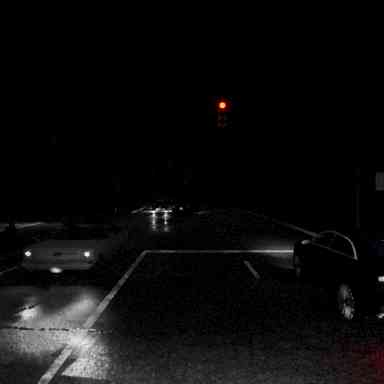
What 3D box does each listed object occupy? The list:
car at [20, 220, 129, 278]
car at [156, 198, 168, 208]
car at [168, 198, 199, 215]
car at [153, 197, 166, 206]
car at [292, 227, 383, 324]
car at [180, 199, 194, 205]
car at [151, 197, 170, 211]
[{"bbox_3d":[-3.301,1.601,10.300,1.895,1.301,4.718,0,0,0],"label":"car"},{"bbox_3d":[-4.835,1.735,52.798,1.812,1.442,4.674,0,-1,-6],"label":"car"},{"bbox_3d":[-0.619,1.572,33.726,1.994,1.385,4.181,0,0,12],"label":"car"},{"bbox_3d":[-6.278,1.778,63.040,2.097,1.767,4.553,0,-1,-10],"label":"car"},{"bbox_3d":[3.583,1.492,7.098,2.128,1.511,4.902,0,0,1],"label":"car"},{"bbox_3d":[-1.072,2.199,72.497,1.895,1.301,4.718,0,-1,-16],"label":"car"},{"bbox_3d":[-4.071,1.596,42.803,1.812,1.442,4.674,0,-1,-3],"label":"car"}]
